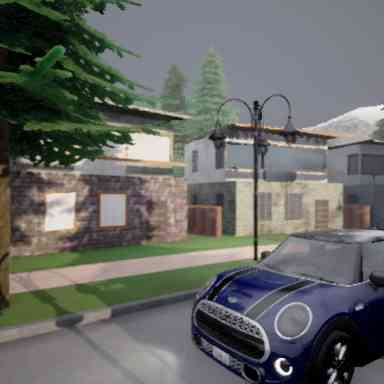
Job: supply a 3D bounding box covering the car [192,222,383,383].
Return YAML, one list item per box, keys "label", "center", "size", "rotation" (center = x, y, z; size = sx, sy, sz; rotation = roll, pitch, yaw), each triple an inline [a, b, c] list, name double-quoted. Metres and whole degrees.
- label: "car"
  center: [2.221, 1.424, 5.319]
  size: [4.553, 1.767, 2.097]
  rotation: [1, -1, -34]
